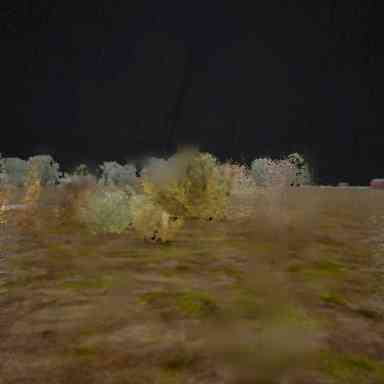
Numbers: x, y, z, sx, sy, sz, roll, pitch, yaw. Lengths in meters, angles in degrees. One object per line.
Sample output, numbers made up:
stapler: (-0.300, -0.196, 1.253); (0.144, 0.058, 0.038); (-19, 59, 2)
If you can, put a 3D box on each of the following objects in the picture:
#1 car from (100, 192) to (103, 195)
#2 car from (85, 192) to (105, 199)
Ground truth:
car: (-16.609, 0.894, 64.300); (2.128, 1.511, 4.902); (1, 0, 11)
car: (-19.338, 0.626, 66.296); (1.895, 1.301, 4.718); (1, 1, 10)
